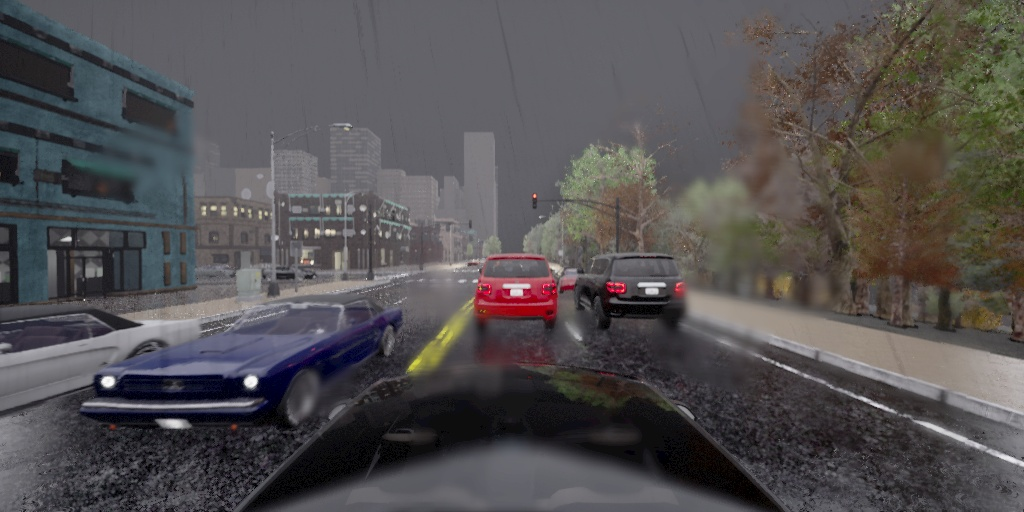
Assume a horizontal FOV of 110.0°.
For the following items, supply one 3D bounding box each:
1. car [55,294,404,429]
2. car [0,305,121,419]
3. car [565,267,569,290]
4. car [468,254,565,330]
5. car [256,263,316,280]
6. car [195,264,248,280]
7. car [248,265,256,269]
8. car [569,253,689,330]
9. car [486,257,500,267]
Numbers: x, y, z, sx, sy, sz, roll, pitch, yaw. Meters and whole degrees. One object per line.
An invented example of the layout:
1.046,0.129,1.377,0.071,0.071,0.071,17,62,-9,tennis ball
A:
-3.339,1.343,5.745,1.895,1.301,4.718,0,0,0,car
-6.593,1.346,4.246,1.895,1.301,4.718,0,0,0,car
3.394,1.279,20.209,1.994,1.385,4.181,0,0,0,car
0.122,0.953,11.150,2.150,2.045,5.566,0,0,0,car
-19.877,1.509,32.093,4.313,1.339,1.948,0,0,0,car
-28.734,1.577,34.831,4.181,1.385,1.994,-1,1,0,car
-28.190,1.489,40.625,4.403,1.370,2.007,0,0,0,car
3.374,0.950,11.210,2.150,2.045,5.566,0,0,1,car
-3.178,0.982,61.329,2.097,1.767,4.553,0,0,1,car
